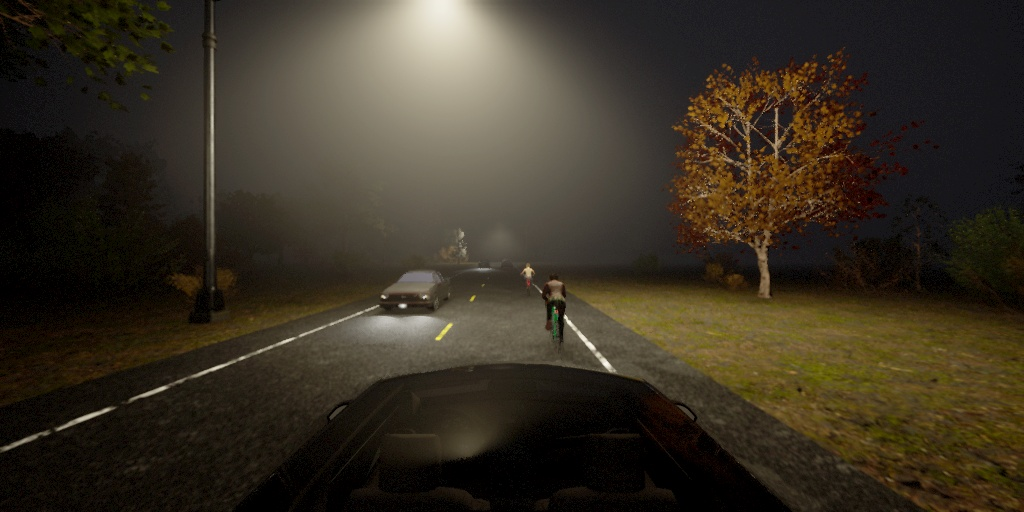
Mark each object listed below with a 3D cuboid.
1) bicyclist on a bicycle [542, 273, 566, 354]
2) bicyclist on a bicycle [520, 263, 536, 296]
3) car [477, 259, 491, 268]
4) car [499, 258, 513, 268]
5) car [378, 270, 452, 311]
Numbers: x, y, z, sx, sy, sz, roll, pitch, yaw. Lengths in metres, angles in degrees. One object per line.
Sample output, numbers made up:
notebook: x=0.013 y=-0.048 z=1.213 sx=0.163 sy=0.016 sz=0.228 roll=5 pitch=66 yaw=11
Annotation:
bicyclist on a bicycle: x=0.936 y=1.198 z=7.840 sx=0.582 sy=1.620 sz=1.656 roll=0 pitch=0 yaw=0
bicyclist on a bicycle: x=0.816 y=1.174 z=18.229 sx=0.866 sy=1.612 sz=1.509 roll=0 pitch=0 yaw=0
car: x=-4.486 y=1.194 z=58.012 sx=2.128 sy=1.511 sz=4.902 roll=0 pitch=0 yaw=-1
car: x=-0.850 y=1.225 z=59.743 sx=1.812 sy=1.442 sz=4.674 roll=0 pitch=0 yaw=-1
car: x=-3.675 y=1.288 z=14.678 sx=2.033 sy=1.411 sz=5.357 roll=0 pitch=0 yaw=-1
